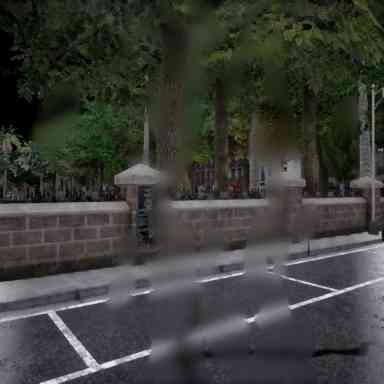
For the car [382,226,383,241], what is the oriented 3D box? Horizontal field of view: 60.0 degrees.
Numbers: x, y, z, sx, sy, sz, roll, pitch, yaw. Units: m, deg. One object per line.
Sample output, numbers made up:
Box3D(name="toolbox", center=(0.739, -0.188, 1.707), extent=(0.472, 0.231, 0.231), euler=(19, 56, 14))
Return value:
Box3D(name="car", center=(9.742, 1.310, 13.489), extent=(5.009, 1.841, 2.192), euler=(0, 0, -36))
